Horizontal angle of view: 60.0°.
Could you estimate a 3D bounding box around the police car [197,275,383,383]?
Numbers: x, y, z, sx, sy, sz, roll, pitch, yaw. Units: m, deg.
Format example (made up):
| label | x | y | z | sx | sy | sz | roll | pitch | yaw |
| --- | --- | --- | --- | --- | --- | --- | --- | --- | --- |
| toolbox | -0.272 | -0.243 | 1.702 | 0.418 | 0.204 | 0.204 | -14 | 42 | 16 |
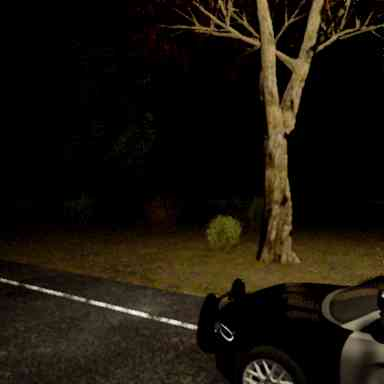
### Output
| label | x | y | z | sx | sy | sz | roll | pitch | yaw |
| --- | --- | --- | --- | --- | --- | --- | --- | --- | --- |
| police car | 2.511 | 1.440 | 3.246 | 5.238 | 1.638 | 1.930 | 0 | 0 | 32 |
